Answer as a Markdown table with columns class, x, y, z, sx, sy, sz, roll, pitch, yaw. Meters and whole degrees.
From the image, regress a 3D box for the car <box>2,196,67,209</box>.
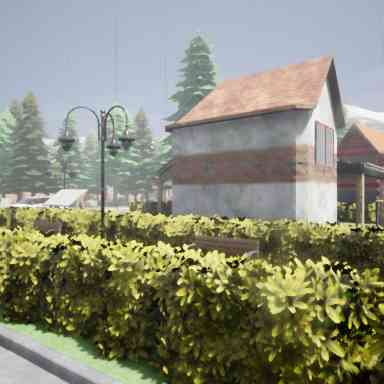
| class | x | y | z | sx | sy | sz | roll | pitch | yaw |
| --- | --- | --- | --- | --- | --- | --- | --- | --- | --- |
| car | -13.730 | 1.378 | 29.117 | 2.150 | 2.045 | 5.566 | 0 | 1 | 36 |
